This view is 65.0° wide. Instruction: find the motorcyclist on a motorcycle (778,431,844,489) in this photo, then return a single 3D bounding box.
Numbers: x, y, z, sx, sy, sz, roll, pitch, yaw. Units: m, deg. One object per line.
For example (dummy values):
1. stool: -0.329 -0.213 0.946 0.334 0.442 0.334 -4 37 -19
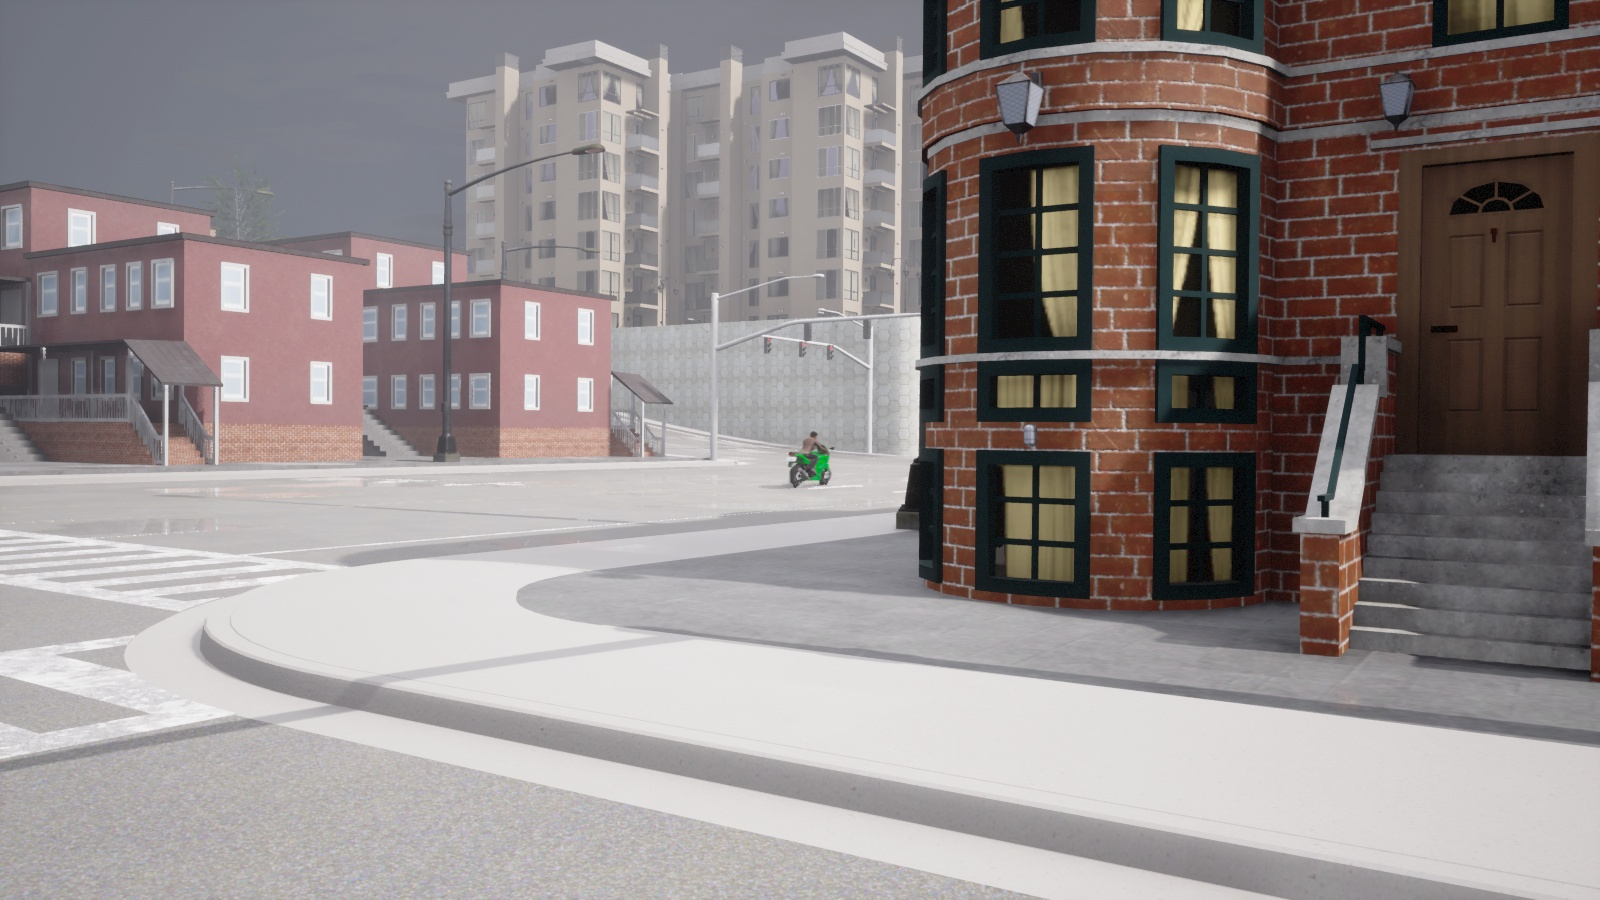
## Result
1. motorcyclist on a motorcycle: 0.314 0.244 34.081 0.797 1.523 2.044 0 1 34
